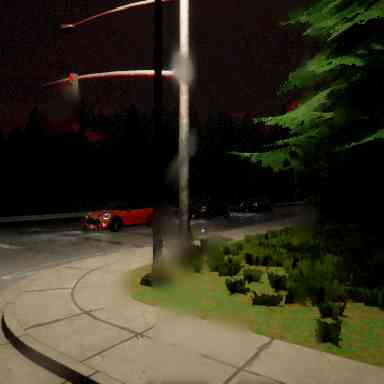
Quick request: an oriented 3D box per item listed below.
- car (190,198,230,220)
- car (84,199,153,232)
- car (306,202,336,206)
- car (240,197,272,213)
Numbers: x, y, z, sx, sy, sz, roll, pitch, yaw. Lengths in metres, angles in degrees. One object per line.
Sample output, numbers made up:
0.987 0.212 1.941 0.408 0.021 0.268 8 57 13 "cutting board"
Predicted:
1.364 1.325 28.163 2.097 1.767 4.553 0 0 35 "car"
-4.223 1.325 20.087 2.097 1.767 4.553 0 0 35 "car"
16.413 1.195 42.900 2.150 2.045 5.566 0 0 36 "car"
6.958 1.327 36.146 2.097 1.767 4.553 0 0 36 "car"
